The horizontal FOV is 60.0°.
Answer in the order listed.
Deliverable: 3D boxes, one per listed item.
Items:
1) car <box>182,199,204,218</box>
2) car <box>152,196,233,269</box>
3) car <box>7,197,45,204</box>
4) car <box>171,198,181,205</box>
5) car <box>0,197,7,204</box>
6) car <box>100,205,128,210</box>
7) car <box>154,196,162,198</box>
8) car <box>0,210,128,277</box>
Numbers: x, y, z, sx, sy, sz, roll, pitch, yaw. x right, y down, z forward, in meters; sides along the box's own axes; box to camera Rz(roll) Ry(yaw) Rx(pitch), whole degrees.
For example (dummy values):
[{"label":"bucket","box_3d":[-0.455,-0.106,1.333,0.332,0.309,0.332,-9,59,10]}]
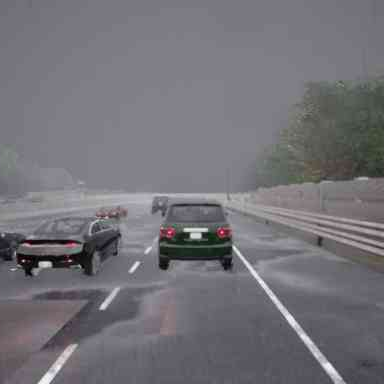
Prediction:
[{"label":"car","box_3d":[0.107,1.585,33.906,2.097,1.767,4.553,0,0,0]},{"label":"car","box_3d":[0.103,1.269,11.493,2.150,2.045,5.566,0,0,0]},{"label":"car","box_3d":[-20.990,1.639,43.068,2.150,2.045,5.566,0,0,0]},{"label":"car","box_3d":[-3.484,2.156,74.797,1.994,1.385,4.181,0,-1,0]},{"label":"car","box_3d":[-24.490,1.321,43.139,2.097,1.767,4.553,0,0,0]},{"label":"car","box_3d":[-6.893,1.793,29.124,1.895,1.301,4.718,0,0,0]},{"label":"car","box_3d":[-3.490,1.504,39.647,2.150,2.045,5.566,0,0,0]},{"label":"car","box_3d":[-3.497,1.531,10.371,2.128,1.511,4.902,0,0,0]}]
